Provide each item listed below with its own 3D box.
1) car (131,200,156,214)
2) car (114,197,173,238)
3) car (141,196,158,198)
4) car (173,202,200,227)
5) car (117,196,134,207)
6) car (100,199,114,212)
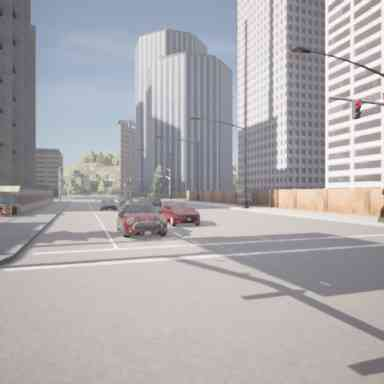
[{"bbox_3d":[-5.416,1.597,36.842,1.895,1.301,4.718,0,0,-18],"label":"car"},{"bbox_3d":[-2.761,1.351,17.750,2.097,1.767,4.553,0,0,-18],"label":"car"},{"bbox_3d":[-5.777,1.486,49.475,2.128,1.511,4.902,0,0,-18],"label":"car"},{"bbox_3d":[-0.948,1.475,23.388,1.882,1.535,5.008,0,0,-18],"label":"car"},{"bbox_3d":[-10.633,1.500,52.834,2.128,1.511,4.902,0,0,-18],"label":"car"},{"bbox_3d":[-9.944,1.544,39.385,2.033,1.411,5.357,0,0,-18],"label":"car"}]
